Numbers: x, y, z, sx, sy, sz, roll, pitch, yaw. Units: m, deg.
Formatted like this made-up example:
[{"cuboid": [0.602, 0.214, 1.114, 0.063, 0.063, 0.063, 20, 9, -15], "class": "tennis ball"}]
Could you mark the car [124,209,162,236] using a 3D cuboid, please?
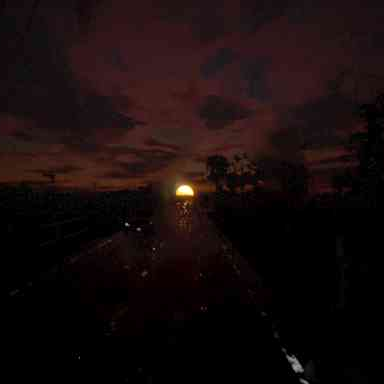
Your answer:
[{"cuboid": [-2.836, 1.746, 20.058, 1.812, 1.442, 4.674, 0, -1, 0], "class": "car"}]
